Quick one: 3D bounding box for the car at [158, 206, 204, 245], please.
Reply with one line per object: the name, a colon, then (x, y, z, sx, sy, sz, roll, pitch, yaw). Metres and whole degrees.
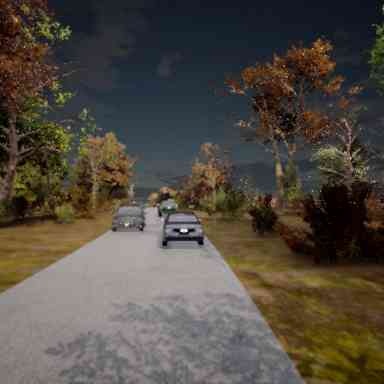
car: (-0.493, 1.621, 15.915, 2.033, 1.411, 5.357, 0, 0, -4)

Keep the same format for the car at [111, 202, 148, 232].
car: (-3.855, 1.619, 20.969, 1.837, 1.490, 4.892, 0, -1, -5)

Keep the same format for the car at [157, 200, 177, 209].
car: (-2.640, 1.685, 36.109, 2.097, 1.767, 4.553, 0, -1, -8)
